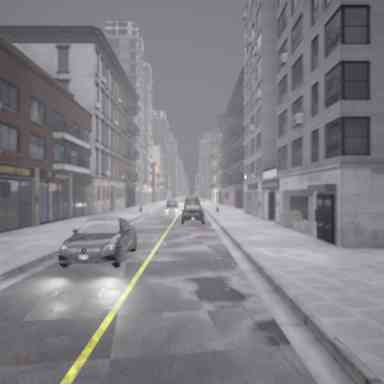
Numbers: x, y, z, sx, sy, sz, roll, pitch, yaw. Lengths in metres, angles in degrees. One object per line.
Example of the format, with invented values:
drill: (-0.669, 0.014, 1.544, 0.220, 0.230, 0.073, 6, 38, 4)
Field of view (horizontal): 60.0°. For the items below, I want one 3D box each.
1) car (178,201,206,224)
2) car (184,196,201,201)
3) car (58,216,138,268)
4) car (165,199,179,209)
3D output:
car: (0.065, 1.727, 27.088, 1.837, 1.490, 4.892, 0, 0, 0)
car: (0.045, 1.578, 44.932, 2.150, 2.045, 5.566, 0, 0, 0)
car: (-3.102, 1.627, 11.862, 1.812, 1.442, 4.674, 0, 0, 0)
car: (-3.123, 1.917, 52.620, 1.837, 1.490, 4.892, 0, 0, 0)
